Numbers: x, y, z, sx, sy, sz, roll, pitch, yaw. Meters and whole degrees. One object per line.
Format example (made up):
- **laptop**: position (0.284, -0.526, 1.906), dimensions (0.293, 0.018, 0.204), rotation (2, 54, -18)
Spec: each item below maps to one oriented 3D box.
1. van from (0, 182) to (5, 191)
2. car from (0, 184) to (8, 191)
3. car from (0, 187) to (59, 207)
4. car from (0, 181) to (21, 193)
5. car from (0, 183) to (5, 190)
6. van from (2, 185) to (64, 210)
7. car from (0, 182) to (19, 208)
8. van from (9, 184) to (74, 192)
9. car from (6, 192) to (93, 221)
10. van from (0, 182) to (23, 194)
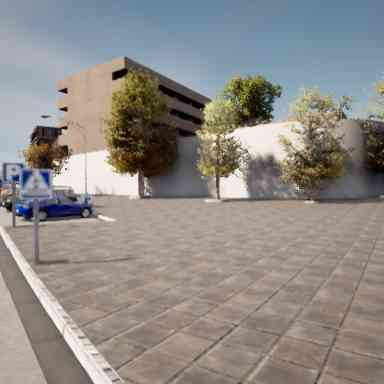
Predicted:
- **van**: position (-45.621, -1.350, 76.337), dimensions (1.878, 1.987, 4.442), rotation (2, 1, 36)
- **car**: position (-43.990, -1.073, 73.804), dimensions (1.946, 1.575, 5.366), rotation (2, 1, 36)
- **car**: position (-15.394, 0.430, 31.689), dimensions (2.185, 1.767, 4.553), rotation (2, 1, 37)
- **car**: position (-33.769, -0.870, 59.137), dimensions (2.435, 2.045, 5.566), rotation (2, 1, 36)
- **car**: position (-47.255, -1.295, 78.893), dimensions (2.185, 1.767, 4.553), rotation (1, 0, 36)
- **van**: position (-13.801, 0.438, 29.099), dimensions (1.878, 1.987, 4.442), rotation (3, 2, 37)
- **car**: position (-12.113, 0.521, 26.656), dimensions (2.435, 2.045, 5.566), rotation (3, 2, 37)
- **van**: position (-10.399, 0.655, 24.265), dimensions (1.878, 1.987, 4.442), rotation (2, 1, 37)
- **car**: position (-8.844, 0.988, 21.661), dimensions (2.097, 1.535, 5.008), rotation (2, 1, 37)
- **van**: position (-30.334, -0.645, 54.273), dimensions (1.878, 1.987, 4.442), rotation (2, 1, 36)
